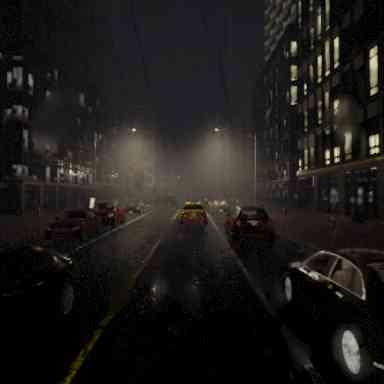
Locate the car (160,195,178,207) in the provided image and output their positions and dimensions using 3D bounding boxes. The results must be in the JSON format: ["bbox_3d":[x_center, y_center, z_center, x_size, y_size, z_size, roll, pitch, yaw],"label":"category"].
[{"bbox_3d":[-3.060,1.394,48.178,1.837,1.490,4.892,0,0,0],"label":"car"}]

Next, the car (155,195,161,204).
[{"bbox_3d":[-5.658,1.288,60.993,1.967,1.590,4.097,1,0,0],"label":"car"}]

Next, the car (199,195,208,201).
[{"bbox_3d":[2.727,1.334,77.710,1.887,1.381,4.507,1,0,0],"label":"car"}]

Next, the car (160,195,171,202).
[{"bbox_3d":[-5.656,1.376,72.142,1.947,1.339,4.313,1,0,0],"label":"car"}]

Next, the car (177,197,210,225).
[{"bbox_3d":[0.107,1.410,23.862,1.801,1.575,5.366,0,0,0],"label":"car"}]

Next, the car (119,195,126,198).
[{"bbox_3d":[-19.813,1.365,90.651,4.403,1.369,2.008,0,0,1],"label":"car"}]

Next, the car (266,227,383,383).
[{"bbox_3d":[2.701,1.542,5.209,2.008,1.369,4.403,1,0,0],"label":"car"}]

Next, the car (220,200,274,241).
[{"bbox_3d":[2.707,1.409,16.364,1.967,1.590,4.097,1,0,0],"label":"car"}]

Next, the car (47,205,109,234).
[{"bbox_3d":[-5.676,1.551,16.398,1.802,1.307,4.206,1,0,0],"label":"car"}]

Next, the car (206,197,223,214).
[{"bbox_3d":[2.711,1.478,33.095,2.008,1.369,4.403,1,0,0],"label":"car"}]

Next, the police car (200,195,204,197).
[{"bbox_3d":[0.115,1.410,41.241,2.038,1.542,4.974,0,0,0],"label":"police car"}]

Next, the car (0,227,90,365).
[{"bbox_3d":[-3.100,1.518,4.623,1.812,1.442,4.674,0,0,0],"label":"car"}]

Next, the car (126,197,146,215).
[{"bbox_3d":[-5.669,1.494,33.120,1.947,1.339,4.313,1,0,0],"label":"car"}]

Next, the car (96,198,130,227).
[{"bbox_3d":[-5.672,1.396,21.971,1.967,1.590,4.097,1,0,0],"label":"car"}]

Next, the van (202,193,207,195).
[{"bbox_3d":[2.724,1.189,60.979,1.690,1.788,3.998,1,0,0],"label":"van"}]

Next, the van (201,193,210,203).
[{"bbox_3d":[2.726,1.170,66.556,1.690,1.788,3.998,1,0,0],"label":"van"}]

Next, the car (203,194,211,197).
[{"bbox_3d":[2.717,1.448,49.825,1.947,1.339,4.313,1,0,0],"label":"car"}]
